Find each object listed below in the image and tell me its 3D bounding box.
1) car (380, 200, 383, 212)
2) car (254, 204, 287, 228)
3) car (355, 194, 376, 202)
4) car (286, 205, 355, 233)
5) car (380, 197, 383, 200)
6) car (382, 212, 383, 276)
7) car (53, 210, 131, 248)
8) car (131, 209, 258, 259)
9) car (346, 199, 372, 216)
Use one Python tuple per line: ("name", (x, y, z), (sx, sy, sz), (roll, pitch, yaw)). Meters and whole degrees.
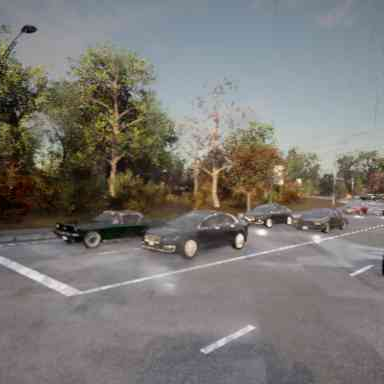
("car", (23.093, 1.972, 37.685), (2.033, 1.411, 5.357), (2, 1, 41))
("car", (5.424, 1.625, 23.540), (1.837, 1.490, 4.892), (2, 0, 42))
("car", (43.115, 1.331, 81.710), (2.097, 1.767, 4.553), (2, 1, -5))
("car", (8.550, 1.772, 21.779), (2.033, 1.411, 5.357), (2, 1, 42))
("car", (46.727, 1.688, 78.810), (2.128, 1.511, 4.902), (2, 1, -5))
("car", (7.317, 1.577, 9.886), (2.097, 1.767, 4.553), (2, 0, 42))
("car", (-3.259, 1.461, 14.046), (1.895, 1.301, 4.718), (2, 0, 43))
("car", (0.304, 1.488, 12.736), (1.837, 1.490, 4.892), (2, 0, 42))
("car", (18.911, 1.852, 38.286), (1.812, 1.442, 4.674), (2, 1, 42))
